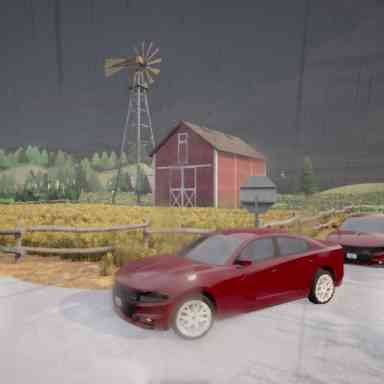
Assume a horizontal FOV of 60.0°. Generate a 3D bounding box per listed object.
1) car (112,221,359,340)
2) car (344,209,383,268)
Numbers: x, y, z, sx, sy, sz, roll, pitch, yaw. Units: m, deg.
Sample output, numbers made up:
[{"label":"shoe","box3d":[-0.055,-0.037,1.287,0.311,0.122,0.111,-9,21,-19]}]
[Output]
[{"label":"car","box3d":[0.933,1.478,6.656,5.008,1.535,1.882,0,0,-32]},{"label":"car","box3d":[5.933,1.478,11.081,1.882,1.535,5.008,0,0,38]}]
